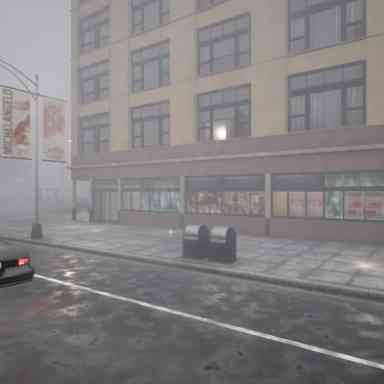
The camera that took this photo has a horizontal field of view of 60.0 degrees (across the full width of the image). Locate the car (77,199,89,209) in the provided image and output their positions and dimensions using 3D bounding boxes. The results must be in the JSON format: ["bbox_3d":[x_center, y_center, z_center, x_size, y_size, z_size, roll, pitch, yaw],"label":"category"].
[{"bbox_3d":[-13.093,1.564,44.173,1.994,1.385,4.181,0,0,35],"label":"car"}]

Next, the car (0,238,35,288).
[{"bbox_3d":[-6.014,1.547,8.156,5.357,1.411,2.033,0,0,35],"label":"car"}]
